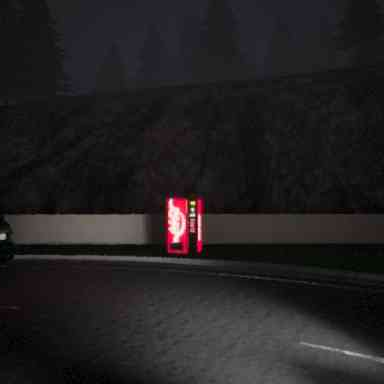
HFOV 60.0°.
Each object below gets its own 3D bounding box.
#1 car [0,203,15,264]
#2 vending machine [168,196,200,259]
[{"bbox_3d":[-7.436,1.222,8.160,5.566,2.045,2.150,0,-1,-5],"label":"car"},{"bbox_3d":[-0.263,1.195,11.787,0.880,2.100,1.100,0,0,14],"label":"vending machine"}]
